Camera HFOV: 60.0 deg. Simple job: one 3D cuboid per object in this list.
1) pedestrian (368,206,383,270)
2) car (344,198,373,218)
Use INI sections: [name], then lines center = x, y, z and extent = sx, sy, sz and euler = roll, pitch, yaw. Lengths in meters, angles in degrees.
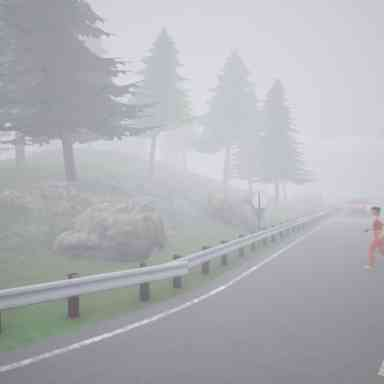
[pedestrian]
center = 5.299, 1.294, 9.492
extent = 0.375, 1.860, 0.375
euler = 0, 0, 29
[car]
center = 15.093, 1.352, 30.004
extent = 2.097, 1.767, 4.553
euler = 0, 0, 30
